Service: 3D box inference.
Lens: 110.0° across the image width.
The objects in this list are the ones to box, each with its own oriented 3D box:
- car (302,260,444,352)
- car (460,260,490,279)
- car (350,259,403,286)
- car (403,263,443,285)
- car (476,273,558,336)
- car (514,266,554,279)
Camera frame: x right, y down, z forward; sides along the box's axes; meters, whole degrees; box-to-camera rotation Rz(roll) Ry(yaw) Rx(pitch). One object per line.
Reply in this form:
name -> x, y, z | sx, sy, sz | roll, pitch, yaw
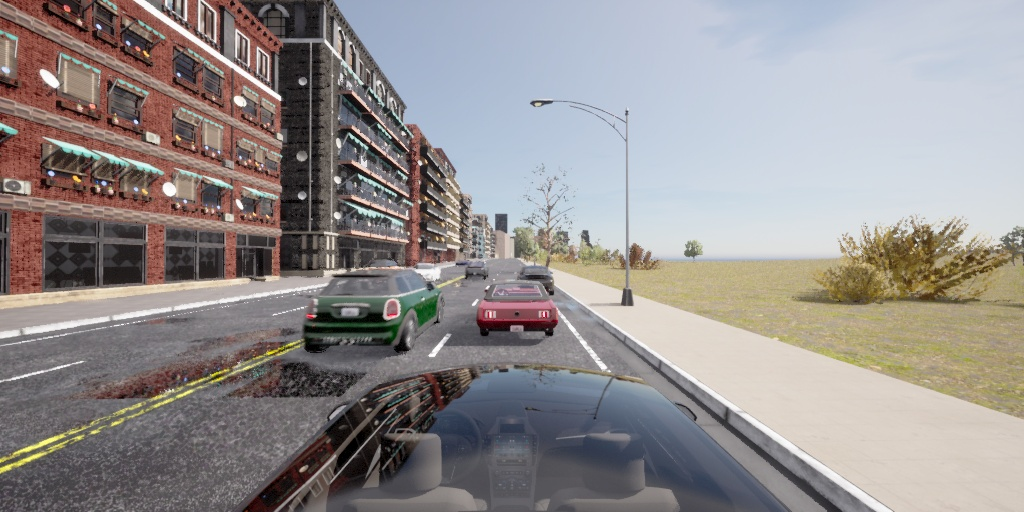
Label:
car -> -3.124, 1.104, 9.065 | 2.097, 1.767, 4.553 | 0, 0, 0
car -> -3.036, 1.245, 31.973 | 2.128, 1.511, 4.902 | 0, 0, 0
car -> -9.759, 1.104, 26.249 | 2.097, 1.767, 4.553 | 0, 0, 0
car -> -6.506, 1.278, 26.843 | 1.812, 1.442, 4.674 | 0, 0, 0
car -> 0.131, 1.352, 10.323 | 1.895, 1.301, 4.718 | 0, 0, 0
car -> 1.204, 1.257, 19.523 | 1.837, 1.490, 4.892 | 0, 0, 0
